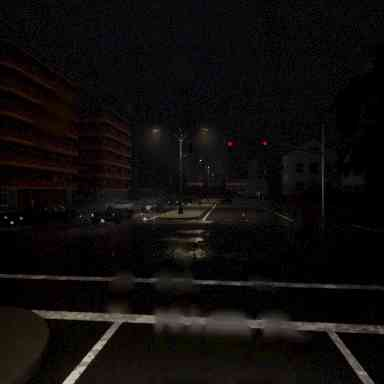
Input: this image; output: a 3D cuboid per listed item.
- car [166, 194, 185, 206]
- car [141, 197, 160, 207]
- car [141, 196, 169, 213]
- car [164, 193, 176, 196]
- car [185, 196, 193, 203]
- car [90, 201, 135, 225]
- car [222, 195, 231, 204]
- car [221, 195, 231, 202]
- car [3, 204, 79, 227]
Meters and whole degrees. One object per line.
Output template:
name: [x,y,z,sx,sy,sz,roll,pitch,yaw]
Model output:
car: [-2.697,1.507,53.524,1.837,1.490,4.892,0,-1,6]
car: [-6.381,1.564,51.934,1.994,1.385,4.181,0,0,6]
car: [-4.362,1.492,37.481,2.128,1.511,4.902,0,0,6]
car: [-4.481,1.235,69.425,2.150,2.045,5.566,0,0,6]
car: [-0.953,1.551,69.509,2.033,1.411,5.357,0,0,6]
car: [-5.724,1.601,24.303,1.895,1.301,4.718,0,0,6]
car: [6.706,1.505,64.826,1.837,1.490,4.892,0,0,6]
car: [7.730,1.523,75.654,2.128,1.511,4.902,0,0,6]
car: [-10.398,1.547,23.473,2.033,1.411,5.357,0,0,21]
